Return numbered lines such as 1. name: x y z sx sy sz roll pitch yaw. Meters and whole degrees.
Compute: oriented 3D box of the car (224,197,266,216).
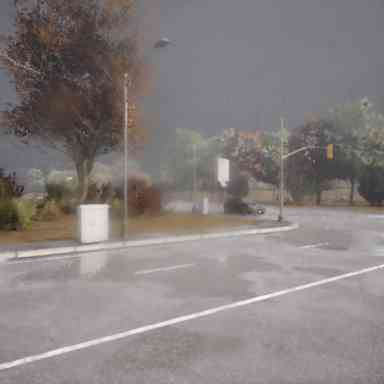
1. car: 5.231 1.336 33.156 2.097 1.767 4.553 0 -1 -32
